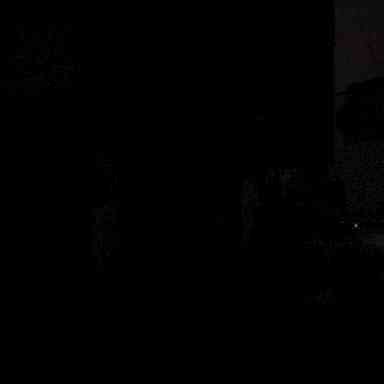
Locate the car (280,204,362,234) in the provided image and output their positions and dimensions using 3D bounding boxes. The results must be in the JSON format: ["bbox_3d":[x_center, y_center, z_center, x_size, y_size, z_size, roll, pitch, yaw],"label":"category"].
[{"bbox_3d":[7.310,1.506,19.328,1.837,1.490,4.892,0,0,-29],"label":"car"}]
